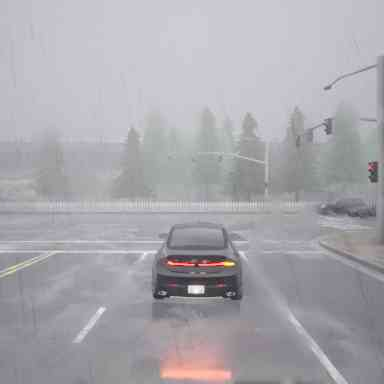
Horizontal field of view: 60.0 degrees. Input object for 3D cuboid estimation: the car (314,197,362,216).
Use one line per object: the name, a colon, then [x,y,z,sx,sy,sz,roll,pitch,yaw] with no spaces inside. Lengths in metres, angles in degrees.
car: [13.739,1.297,30.818,4.553,1.767,2.097,0,0,1]

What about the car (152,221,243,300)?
car: [0.172,1.505,8.401,1.837,1.490,4.892,0,0,2]

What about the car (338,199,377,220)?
car: [15.321,1.492,27.320,5.357,1.411,2.033,0,0,0]
